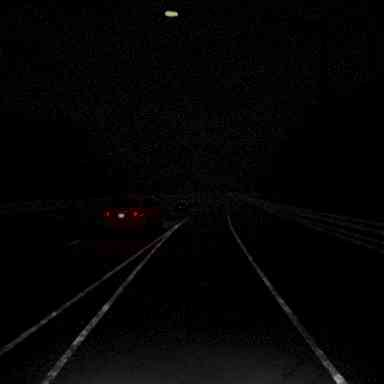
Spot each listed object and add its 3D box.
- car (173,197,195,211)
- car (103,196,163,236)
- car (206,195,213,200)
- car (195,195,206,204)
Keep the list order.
[{"bbox_3d":[-1.107,1.517,39.502,1.812,1.442,4.674,0,0,5],"label":"car"},{"bbox_3d":[-3.110,1.214,18.489,2.150,2.045,5.566,0,0,5],"label":"car"},{"bbox_3d":[3.765,1.507,88.733,2.033,1.411,5.357,0,0,7],"label":"car"},{"bbox_3d":[1.027,1.523,61.843,2.033,1.411,5.357,0,0,5],"label":"car"}]
